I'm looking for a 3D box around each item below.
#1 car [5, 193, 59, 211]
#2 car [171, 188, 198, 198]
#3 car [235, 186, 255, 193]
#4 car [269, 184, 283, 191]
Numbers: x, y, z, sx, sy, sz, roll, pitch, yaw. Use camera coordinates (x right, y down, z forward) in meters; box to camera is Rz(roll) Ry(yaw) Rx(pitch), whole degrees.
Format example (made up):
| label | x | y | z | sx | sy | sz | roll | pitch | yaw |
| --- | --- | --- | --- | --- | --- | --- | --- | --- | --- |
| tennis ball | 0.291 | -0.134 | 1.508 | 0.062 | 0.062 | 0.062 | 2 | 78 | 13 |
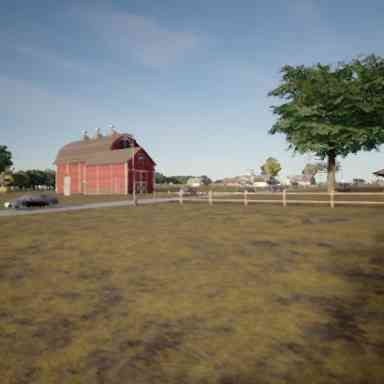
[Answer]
| label | x | y | z | sx | sy | sz | roll | pitch | yaw |
| --- | --- | --- | --- | --- | --- | --- | --- | --- | --- |
| car | -15.403 | 0.923 | 32.190 | 2.128 | 1.511 | 4.902 | 0 | 2 | 35 |
| car | -1.028 | 0.086 | 52.330 | 2.033 | 1.411 | 5.357 | 0 | 2 | 36 |
| car | 10.133 | -0.442 | 63.002 | 2.033 | 1.411 | 5.357 | 0 | 1 | 35 |
| car | 19.192 | -0.967 | 75.914 | 1.837 | 1.490 | 4.892 | 0 | 1 | 35 |
